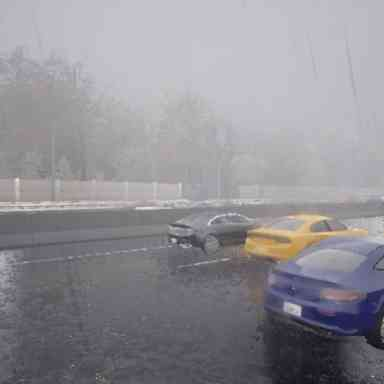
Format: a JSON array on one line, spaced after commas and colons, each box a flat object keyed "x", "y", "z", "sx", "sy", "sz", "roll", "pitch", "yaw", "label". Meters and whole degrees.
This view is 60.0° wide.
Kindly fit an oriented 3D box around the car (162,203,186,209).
[{"x": 0.169, "y": 1.586, "z": 30.173, "sx": 4.902, "sy": 1.511, "sz": 2.128, "roll": 0, "pitch": 0, "yaw": -36, "label": "car"}]

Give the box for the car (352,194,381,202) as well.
[{"x": 29.976, "y": 1.388, "z": 56.207, "sx": 5.566, "sy": 2.045, "sz": 2.150, "roll": 0, "pitch": 0, "yaw": -36, "label": "car"}]

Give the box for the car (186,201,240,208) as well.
[{"x": 2.335, "y": 1.560, "z": 27.421, "sx": 5.008, "sy": 1.535, "sz": 1.882, "roll": 0, "pitch": 0, "yaw": -36, "label": "car"}]

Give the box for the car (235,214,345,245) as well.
[{"x": 3.992, "y": 1.507, "z": 11.041, "sx": 5.008, "sy": 1.535, "sz": 1.882, "roll": 0, "pitch": 0, "yaw": -36, "label": "car"}]

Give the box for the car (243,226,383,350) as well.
[{"x": 3.324, "y": 1.541, "z": 6.217, "sx": 4.674, "sy": 1.442, "sz": 1.812, "roll": 0, "pitch": 0, "yaw": -36, "label": "car"}]

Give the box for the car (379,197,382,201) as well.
[{"x": 33.040, "y": 1.756, "z": 54.122, "sx": 4.718, "sy": 1.301, "sz": 1.895, "roll": 0, "pitch": 0, "yaw": -36, "label": "car"}]

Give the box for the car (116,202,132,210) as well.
[{"x": -5.503, "y": 1.594, "z": 34.696, "sx": 5.008, "sy": 1.535, "sz": 1.882, "roll": 0, "pitch": 0, "yaw": -36, "label": "car"}]

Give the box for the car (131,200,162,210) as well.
[{"x": -3.073, "y": 1.706, "z": 32.139, "sx": 4.718, "sy": 1.301, "sz": 1.895, "roll": 0, "pitch": 0, "yaw": -36, "label": "car"}]

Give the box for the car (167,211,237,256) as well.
[{"x": 1.308, "y": 1.532, "z": 13.416, "sx": 4.902, "sy": 1.511, "sz": 2.128, "roll": 0, "pitch": 0, "yaw": -36, "label": "car"}]

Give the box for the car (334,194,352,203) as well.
[{"x": 27.498, "y": 1.394, "z": 58.728, "sx": 5.566, "sy": 2.045, "sz": 2.150, "roll": 0, "pitch": 0, "yaw": -36, "label": "car"}]
